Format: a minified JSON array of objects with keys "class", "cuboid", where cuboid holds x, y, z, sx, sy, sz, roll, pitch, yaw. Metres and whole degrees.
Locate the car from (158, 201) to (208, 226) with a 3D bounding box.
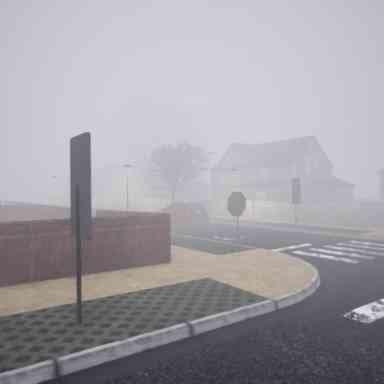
[{"class":"car","cuboid":[-0.785,1.440,24.769,2.097,1.767,4.553,-1,0,-34]}]
